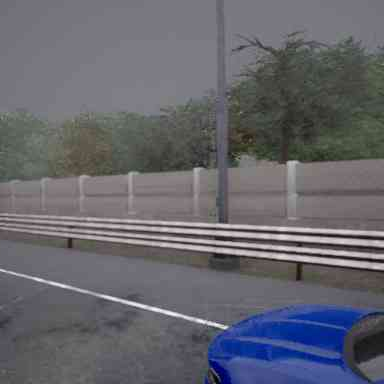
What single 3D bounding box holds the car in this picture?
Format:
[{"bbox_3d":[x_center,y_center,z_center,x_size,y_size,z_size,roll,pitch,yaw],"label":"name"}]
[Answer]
[{"bbox_3d":[2.381,1.467,2.167,5.008,1.535,1.882,-1,-1,36],"label":"car"}]
